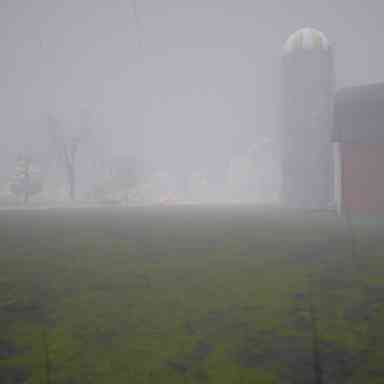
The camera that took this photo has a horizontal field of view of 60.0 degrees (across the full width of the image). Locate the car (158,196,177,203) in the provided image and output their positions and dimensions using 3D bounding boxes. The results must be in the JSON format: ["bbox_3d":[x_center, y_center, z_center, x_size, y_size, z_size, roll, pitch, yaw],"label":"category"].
[{"bbox_3d":[-5.151,1.580,70.684,1.882,1.535,5.008,1,0,36],"label":"car"}]

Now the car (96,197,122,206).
[{"bbox_3d":[-14.327,1.659,57.888,2.128,1.511,4.902,1,0,36],"label":"car"}]
